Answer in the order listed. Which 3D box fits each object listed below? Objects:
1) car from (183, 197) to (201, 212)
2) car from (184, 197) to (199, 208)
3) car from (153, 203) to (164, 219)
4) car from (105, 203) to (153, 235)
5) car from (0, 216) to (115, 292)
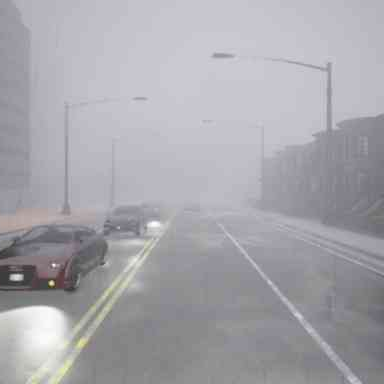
[{"bbox_3d":[-0.002,1.524,38.472,1.812,1.442,4.674,0,0,0],"label":"car"},{"bbox_3d":[-0.007,1.491,49.124,2.128,1.511,4.902,0,0,0],"label":"car"},{"bbox_3d":[-3.573,1.600,28.888,1.895,1.301,4.718,0,0,0],"label":"car"},{"bbox_3d":[-3.599,1.504,18.752,1.837,1.490,4.892,0,0,0],"label":"car"},{"bbox_3d":[-3.600,1.564,8.819,1.994,1.385,4.181,0,0,0],"label":"car"}]
